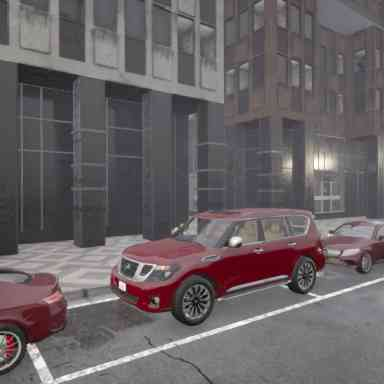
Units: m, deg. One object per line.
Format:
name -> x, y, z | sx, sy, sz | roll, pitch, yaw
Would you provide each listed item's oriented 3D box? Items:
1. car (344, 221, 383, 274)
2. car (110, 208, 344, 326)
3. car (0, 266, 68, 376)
car -> 5.404, 1.582, 10.484 | 4.206, 1.307, 1.802 | 0, 0, -35
car -> 0.837, 1.315, 7.240 | 5.009, 1.841, 2.192 | 0, 0, -35
car -> -3.730, 1.582, 3.995 | 4.206, 1.307, 1.802 | 0, 0, -35
